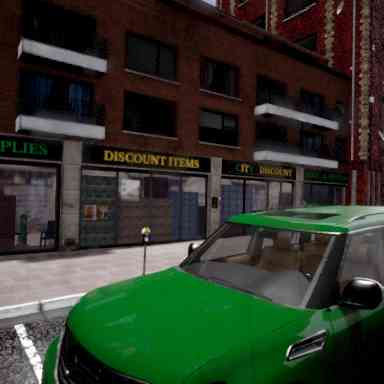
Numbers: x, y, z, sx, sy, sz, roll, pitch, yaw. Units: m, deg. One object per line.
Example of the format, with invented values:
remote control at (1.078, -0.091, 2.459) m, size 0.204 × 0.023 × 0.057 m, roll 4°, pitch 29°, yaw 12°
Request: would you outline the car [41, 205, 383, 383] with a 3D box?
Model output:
car at (1.317, 1.224, 3.886) m, size 5.566 × 2.045 × 2.150 m, roll 0°, pitch 0°, yaw -36°
